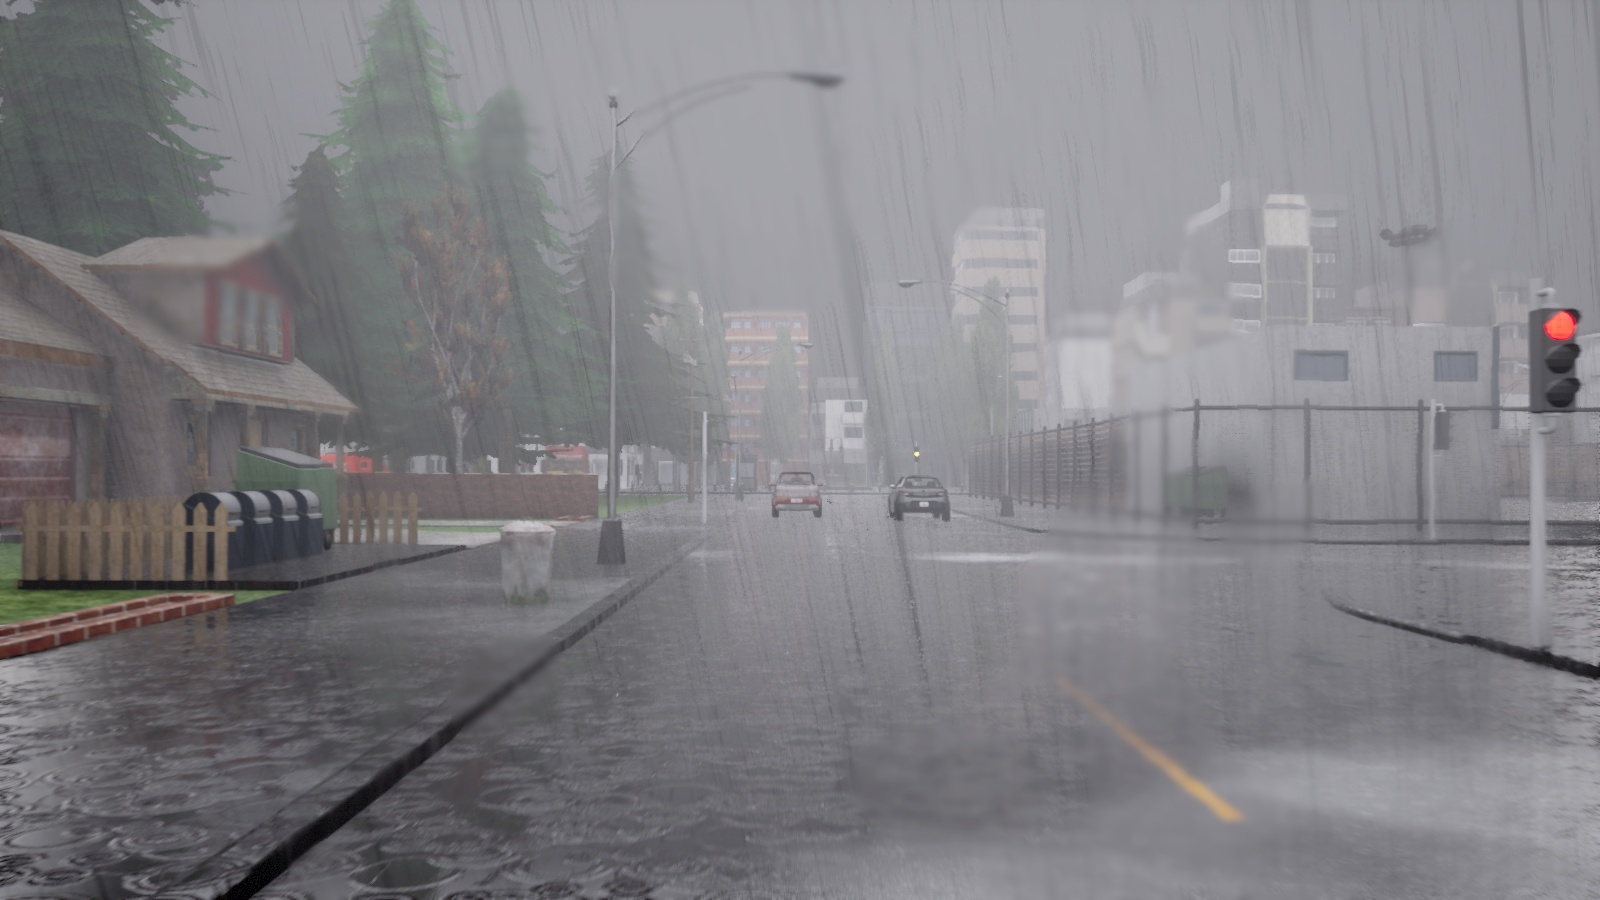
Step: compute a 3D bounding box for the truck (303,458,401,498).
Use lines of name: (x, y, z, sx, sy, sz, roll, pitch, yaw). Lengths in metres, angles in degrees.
truck: (-28.096, 1.761, 78.890, 5.204, 2.467, 2.627, 0, -1, 0)

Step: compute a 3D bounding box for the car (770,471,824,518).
car: (-0.106, 1.524, 43.609, 1.789, 1.549, 3.705, 0, -1, -1)

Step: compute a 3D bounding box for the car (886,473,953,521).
car: (3.900, 1.508, 41.518, 1.816, 1.474, 4.193, 0, -1, 0)
